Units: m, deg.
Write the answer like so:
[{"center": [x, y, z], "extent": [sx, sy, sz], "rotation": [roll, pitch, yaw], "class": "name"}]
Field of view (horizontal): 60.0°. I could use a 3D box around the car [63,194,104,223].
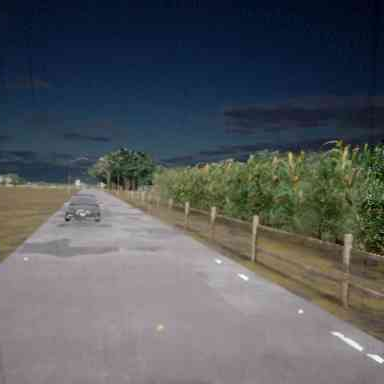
[{"center": [-6.439, 0.904, 19.801], "extent": [1.837, 1.490, 4.892], "rotation": [3, 1, -17], "class": "car"}]
